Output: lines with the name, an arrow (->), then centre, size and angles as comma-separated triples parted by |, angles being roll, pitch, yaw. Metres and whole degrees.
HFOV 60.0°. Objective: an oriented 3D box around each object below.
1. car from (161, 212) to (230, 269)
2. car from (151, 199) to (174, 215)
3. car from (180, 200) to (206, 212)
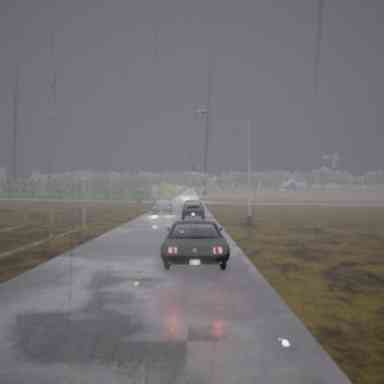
car -> 0.092, 1.582, 11.099 | 1.895, 1.301, 4.718 | 0, 0, 0
car -> -2.843, 1.436, 33.134 | 1.812, 1.442, 4.674 | 0, 0, 0
car -> 0.095, 1.440, 27.884 | 1.837, 1.490, 4.892 | 0, 0, 0
